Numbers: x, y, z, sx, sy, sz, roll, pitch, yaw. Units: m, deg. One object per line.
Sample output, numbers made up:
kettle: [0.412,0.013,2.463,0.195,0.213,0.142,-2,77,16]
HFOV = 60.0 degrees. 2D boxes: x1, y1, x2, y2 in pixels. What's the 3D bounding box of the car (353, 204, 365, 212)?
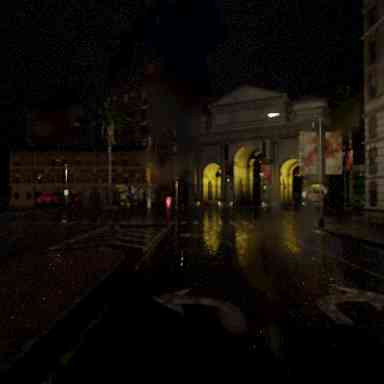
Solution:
car: [26.592,2.160,48.729,5.357,1.411,2.033,0,-1,1]
